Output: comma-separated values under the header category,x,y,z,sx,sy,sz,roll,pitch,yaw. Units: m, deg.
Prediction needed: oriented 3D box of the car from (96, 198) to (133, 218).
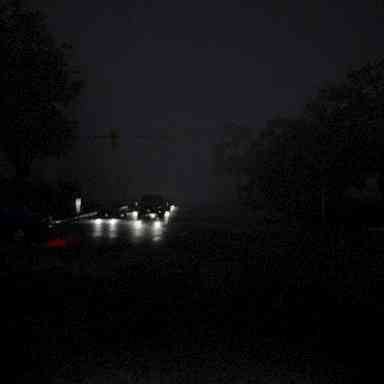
category,x,y,z,sx,sy,sz,roll,pitch,yaw
car,-7.100,1.543,30.245,2.033,1.411,5.357,0,0,0

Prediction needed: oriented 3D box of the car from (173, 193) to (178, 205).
category,x,y,z,sx,sy,sz,roll,pitch,yaw
car,-3.805,1.418,54.681,2.128,1.511,4.902,0,0,-1

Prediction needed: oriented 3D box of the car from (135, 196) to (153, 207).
category,x,y,z,sx,sy,sz,roll,pitch,yaw
car,-7.223,1.435,50.918,2.128,1.511,4.902,0,0,-1

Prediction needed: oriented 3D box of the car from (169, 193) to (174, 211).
category,x,y,z,sx,sy,sz,roll,pitch,yaw
car,-3.622,1.336,39.836,2.097,1.767,4.553,0,0,0

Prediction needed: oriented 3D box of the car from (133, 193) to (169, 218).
category,x,y,z,sx,sy,sz,roll,pitch,yaw
car,-3.618,1.218,30.424,2.150,2.045,5.566,0,0,0

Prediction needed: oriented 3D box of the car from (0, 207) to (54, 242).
category,x,y,z,sx,sy,sz,roll,pitch,yaw
car,-9.170,1.476,15.635,5.008,1.535,1.882,0,0,-3
